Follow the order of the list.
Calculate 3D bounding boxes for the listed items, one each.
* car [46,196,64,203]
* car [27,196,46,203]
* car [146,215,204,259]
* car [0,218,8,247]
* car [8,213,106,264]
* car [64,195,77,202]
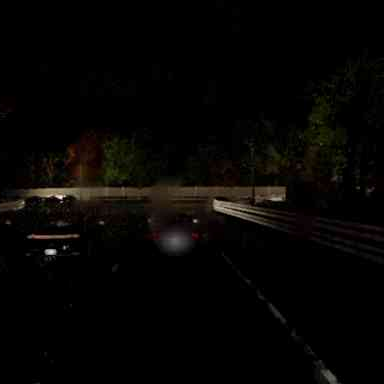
[{"bbox_3d":[-29.307,1.526,69.837,1.994,1.385,4.181,0,0,-43],"label":"car"},{"bbox_3d":[-31.982,1.519,67.580,1.812,1.442,4.674,0,0,-43],"label":"car"},{"bbox_3d":[-0.681,1.544,12.656,1.994,1.385,4.181,0,0,-5],"label":"car"},{"bbox_3d":[-7.804,1.506,11.854,2.128,1.511,4.902,0,0,-7],"label":"car"},{"bbox_3d":[-4.286,1.490,11.870,2.128,1.511,4.902,0,0,-6],"label":"car"},{"bbox_3d":[-26.631,1.453,72.093,1.837,1.490,4.892,0,0,-43],"label":"car"}]
